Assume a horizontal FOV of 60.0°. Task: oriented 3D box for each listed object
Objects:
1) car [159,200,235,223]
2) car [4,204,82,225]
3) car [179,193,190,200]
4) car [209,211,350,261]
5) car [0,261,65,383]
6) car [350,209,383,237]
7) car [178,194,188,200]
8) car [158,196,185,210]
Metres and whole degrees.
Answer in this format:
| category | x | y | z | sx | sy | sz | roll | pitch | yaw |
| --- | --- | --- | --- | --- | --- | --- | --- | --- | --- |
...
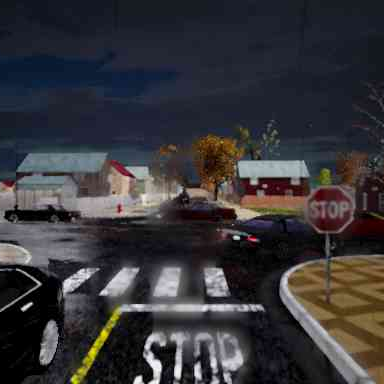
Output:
| category | x | y | z | sx | sy | sz | roll | pitch | yaw |
| --- | --- | --- | --- | --- | --- | --- | --- | --- | --- |
| car | 0.610 | 1.516 | 24.360 | 5.357 | 1.411 | 2.033 | 0 | 0 | 8 |
| car | -10.101 | 1.478 | 22.535 | 4.718 | 1.301 | 1.895 | 1 | 0 | 8 |
| car | -1.484 | 1.173 | 58.881 | 2.150 | 2.045 | 5.566 | 0 | 0 | 3 |
| car | 3.389 | 1.532 | 12.213 | 5.357 | 1.411 | 2.033 | 1 | 0 | -39 |
| car | -2.716 | 1.500 | 2.804 | 1.837 | 1.490 | 4.892 | 0 | 0 | 1 |
| car | 8.172 | 1.589 | 16.566 | 4.674 | 1.442 | 1.812 | 1 | 0 | 8 |
| car | -1.952 | 1.451 | 46.802 | 1.837 | 1.490 | 4.892 | 0 | 0 | 2 |
| car | -2.376 | 1.500 | 36.520 | 2.033 | 1.411 | 5.357 | 0 | 0 | 4 |
